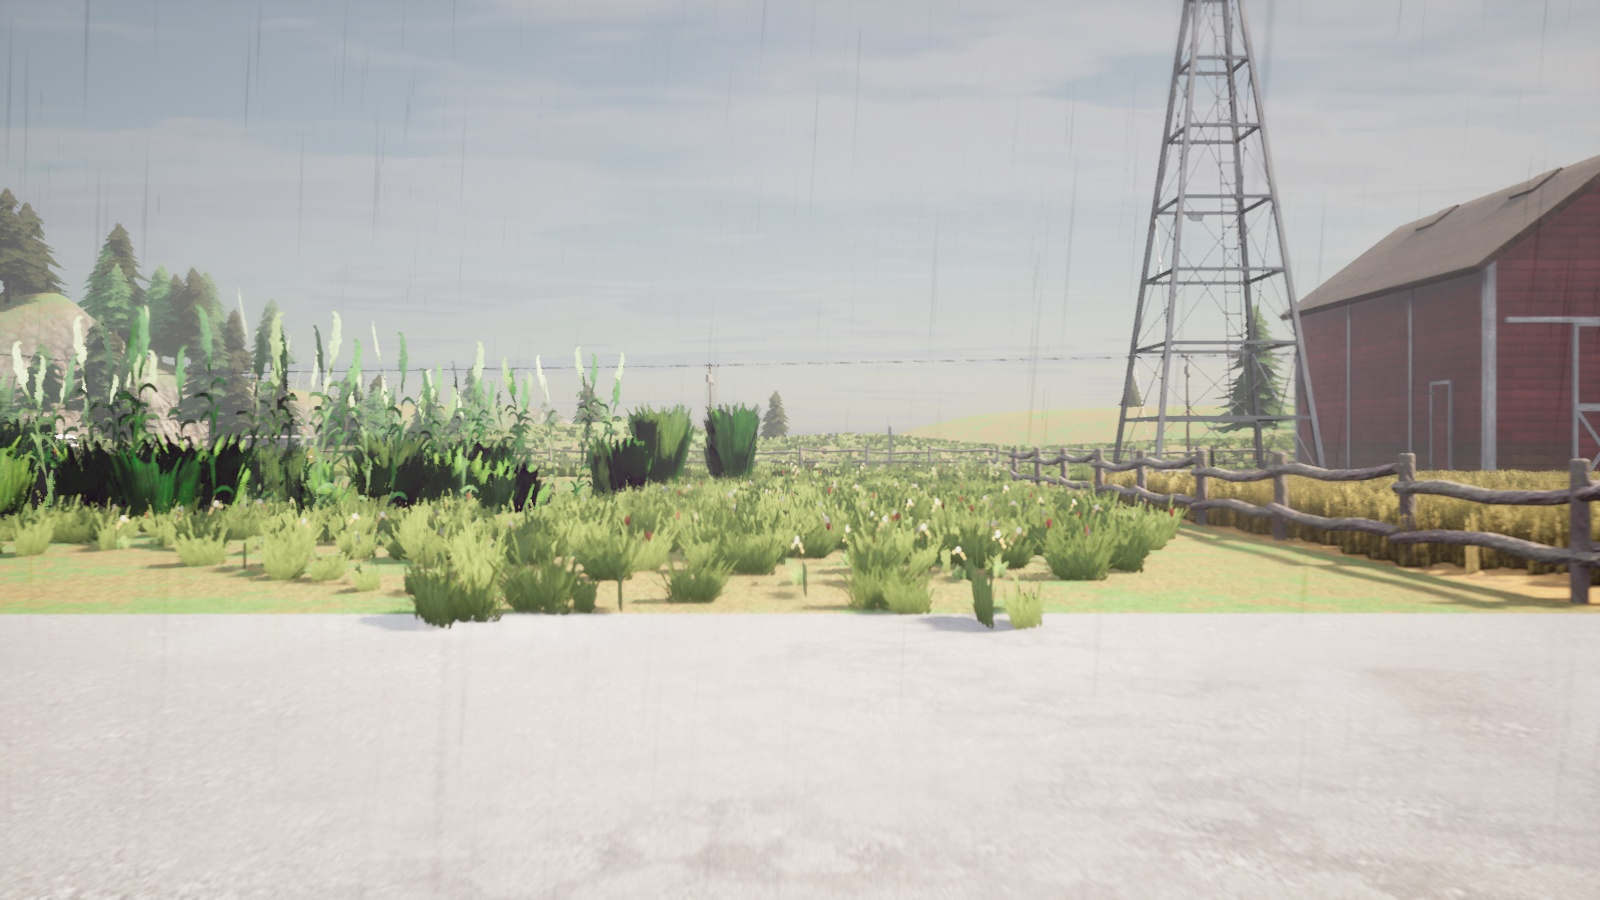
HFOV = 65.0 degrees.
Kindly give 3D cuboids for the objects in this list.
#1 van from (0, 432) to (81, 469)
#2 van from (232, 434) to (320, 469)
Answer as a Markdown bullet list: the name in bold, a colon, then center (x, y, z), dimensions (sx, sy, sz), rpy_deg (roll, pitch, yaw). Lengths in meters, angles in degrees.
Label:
- **van**: center (-44.039, 0.042, 72.161), dimensions (4.480, 2.038, 2.069), rpy_deg (0, -1, -37)
- **van**: center (-30.825, 0.087, 73.946), dimensions (4.442, 1.987, 1.775), rpy_deg (0, 0, 6)
